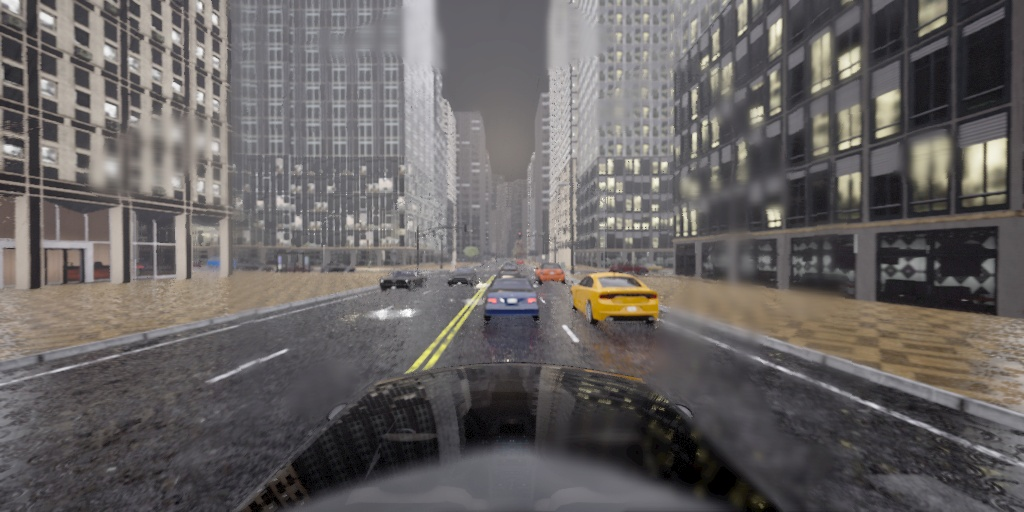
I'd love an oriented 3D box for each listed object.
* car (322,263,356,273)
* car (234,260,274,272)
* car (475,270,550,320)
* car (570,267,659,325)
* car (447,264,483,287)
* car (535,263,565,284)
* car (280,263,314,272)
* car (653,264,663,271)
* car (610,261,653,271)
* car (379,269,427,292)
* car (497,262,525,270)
[{"bbox_3d":[-23.266,1.611,48.249,4.313,1.339,1.948,0,0,0],"label":"car"},{"bbox_3d":[-34.634,1.534,48.421,4.313,1.339,1.948,0,0,0],"label":"car"},{"bbox_3d":[-0.019,1.392,13.119,2.033,1.411,5.357,0,0,-1],"label":"car"},{"bbox_3d":[3.236,1.308,12.219,1.882,1.535,5.008,0,-1,-1],"label":"car"},{"bbox_3d":[-3.624,1.513,27.186,2.033,1.411,5.357,0,0,-1],"label":"car"},{"bbox_3d":[3.039,1.319,29.507,2.097,1.767,4.553,0,0,-1],"label":"car"},{"bbox_3d":[-28.951,1.589,48.315,4.207,1.307,1.802,0,0,0],"label":"car"},{"bbox_3d":[21.174,1.800,56.535,4.829,1.417,1.751,0,0,0],"label":"car"},{"bbox_3d":[15.663,1.618,48.184,5.009,1.841,2.192,0,0,0],"label":"car"},{"bbox_3d":[-6.828,1.539,22.878,1.895,1.301,4.718,0,0,-1],"label":"car"},{"bbox_3d":[-0.220,1.473,30.407,2.128,1.511,4.902,0,0,-1],"label":"car"}]
